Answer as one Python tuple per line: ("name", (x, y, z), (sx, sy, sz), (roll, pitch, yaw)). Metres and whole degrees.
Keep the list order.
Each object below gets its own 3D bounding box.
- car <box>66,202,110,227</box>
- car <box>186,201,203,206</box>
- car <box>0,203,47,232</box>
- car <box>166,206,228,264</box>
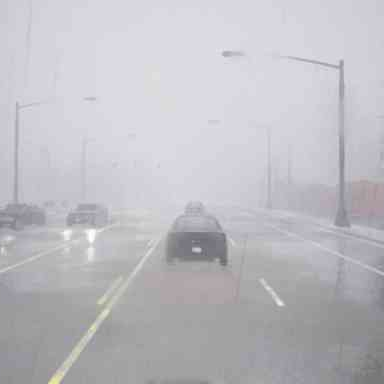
("car", (-6.981, 1.487, 22.727), (1.837, 1.490, 4.892), (0, 0, 0))
("car", (0.242, 1.558, 30.206), (2.033, 1.411, 5.357), (0, 0, 0))
("car", (-10.500, 1.460, 20.020), (2.128, 1.511, 4.902), (0, 0, 0))
("car", (0.152, 1.482, 11.829), (1.882, 1.535, 5.008), (0, 0, 0))
